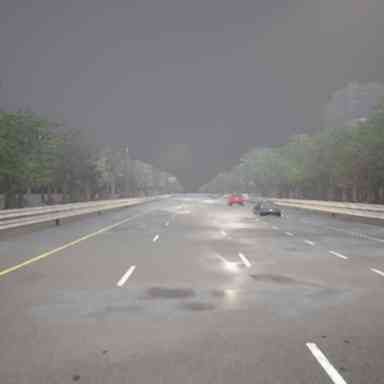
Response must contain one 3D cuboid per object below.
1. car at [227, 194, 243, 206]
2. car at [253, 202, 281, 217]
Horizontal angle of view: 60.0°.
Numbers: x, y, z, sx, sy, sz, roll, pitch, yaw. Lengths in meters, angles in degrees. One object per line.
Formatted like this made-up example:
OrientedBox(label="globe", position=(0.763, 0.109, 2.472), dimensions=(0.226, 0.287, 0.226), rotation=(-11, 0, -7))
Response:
OrientedBox(label="car", position=(7.044, 1.290, 54.700), dimensions=(2.150, 2.045, 5.566), rotation=(0, 0, 0))
OrientedBox(label="car", position=(6.996, 1.585, 31.391), dimensions=(1.994, 1.385, 4.181), rotation=(0, 0, 0))
